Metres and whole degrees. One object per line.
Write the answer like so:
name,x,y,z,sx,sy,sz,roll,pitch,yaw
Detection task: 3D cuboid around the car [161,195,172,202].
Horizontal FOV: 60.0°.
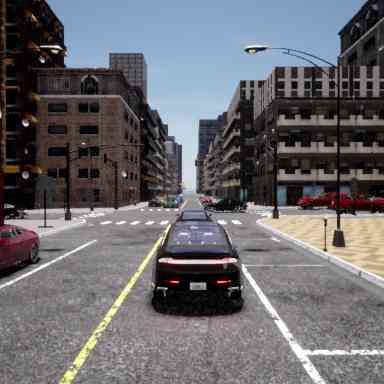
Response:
car,-5.620,1.470,73.985,1.967,1.590,4.097,0,0,0

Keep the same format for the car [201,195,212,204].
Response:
car,2.750,1.462,62.614,1.967,1.590,4.097,0,0,0

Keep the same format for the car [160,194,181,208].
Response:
car,-3.019,1.365,48.203,2.097,1.767,4.553,0,0,0

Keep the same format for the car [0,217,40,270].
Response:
car,-5.732,1.582,9.232,1.802,1.307,4.206,0,0,0

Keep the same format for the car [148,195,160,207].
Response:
car,-5.641,1.581,51.255,1.947,1.339,4.313,0,0,0

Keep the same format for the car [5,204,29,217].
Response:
car,-18.140,1.806,31.524,4.902,1.511,2.128,-1,0,0

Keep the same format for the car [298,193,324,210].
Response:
car,14.595,1.015,37.552,5.009,1.841,2.192,-1,1,0

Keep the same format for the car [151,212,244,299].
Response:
car,0.110,1.491,8.439,2.128,1.511,4.902,0,0,0

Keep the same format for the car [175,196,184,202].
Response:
car,-2.924,1.572,79.072,2.033,1.411,5.357,0,0,0

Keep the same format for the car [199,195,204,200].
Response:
car,2.744,1.458,56.932,1.967,1.590,4.097,0,0,0

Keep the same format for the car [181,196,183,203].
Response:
car,-3.024,1.620,58.136,1.895,1.301,4.718,0,0,0

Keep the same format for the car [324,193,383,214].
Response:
car,14.722,1.029,29.173,5.009,1.841,2.192,-1,1,0

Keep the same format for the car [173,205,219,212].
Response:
car,0.115,1.565,17.054,1.994,1.385,4.181,0,0,0

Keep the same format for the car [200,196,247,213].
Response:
car,3.435,1.437,34.895,4.674,1.442,1.812,-1,0,0

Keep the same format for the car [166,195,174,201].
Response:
car,-5.609,1.481,85.351,1.967,1.590,4.097,0,0,0

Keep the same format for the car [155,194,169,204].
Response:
car,-5.631,1.337,62.620,2.192,1.841,5.009,0,0,0
